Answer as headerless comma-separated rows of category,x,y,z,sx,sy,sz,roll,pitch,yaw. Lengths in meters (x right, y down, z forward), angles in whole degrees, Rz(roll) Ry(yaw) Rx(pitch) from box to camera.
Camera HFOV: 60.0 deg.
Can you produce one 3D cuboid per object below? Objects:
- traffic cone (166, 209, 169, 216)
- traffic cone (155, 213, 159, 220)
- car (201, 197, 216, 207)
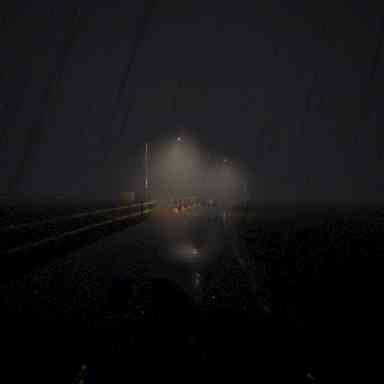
traffic cone,-2.266,1.891,30.940,0.340,0.580,0.340,0,0,6
traffic cone,-2.726,1.895,25.922,0.340,0.580,0.340,0,0,5
car,2.545,1.495,49.427,2.033,1.411,5.357,0,0,9
